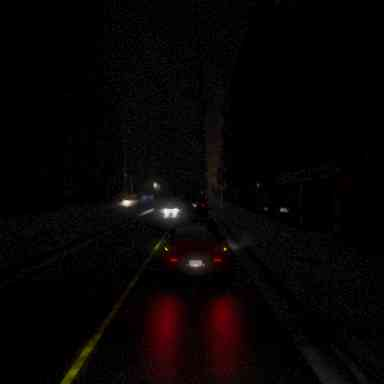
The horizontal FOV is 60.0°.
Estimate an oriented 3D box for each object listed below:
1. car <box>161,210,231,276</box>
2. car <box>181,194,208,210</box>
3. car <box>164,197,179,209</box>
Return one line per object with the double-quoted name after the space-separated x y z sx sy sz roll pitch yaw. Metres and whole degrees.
0.113 1.514 10.186 1.812 1.442 4.674 0 0 1 "car"
0.244 1.199 29.147 2.150 2.045 5.566 0 0 1 "car"
-2.833 1.496 46.449 2.128 1.511 4.902 0 0 0 "car"
